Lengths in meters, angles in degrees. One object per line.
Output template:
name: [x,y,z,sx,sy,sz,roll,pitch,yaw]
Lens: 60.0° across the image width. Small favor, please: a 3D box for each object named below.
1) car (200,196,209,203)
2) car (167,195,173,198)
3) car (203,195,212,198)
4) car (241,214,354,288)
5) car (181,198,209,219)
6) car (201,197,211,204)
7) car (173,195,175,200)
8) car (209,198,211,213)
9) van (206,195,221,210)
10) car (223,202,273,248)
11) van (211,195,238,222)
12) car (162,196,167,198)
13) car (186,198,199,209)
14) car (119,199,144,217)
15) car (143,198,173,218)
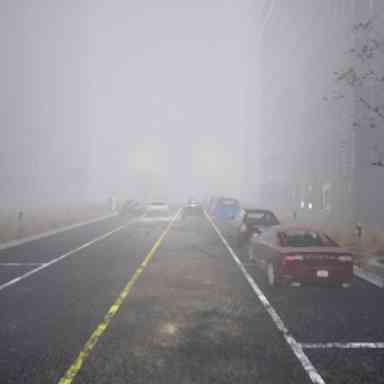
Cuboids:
car: [2.676,1.548,71.317,1.752,1.417,4.829,1,0,0]
car: [-5.705,1.573,71.126,2.008,1.369,4.403,1,0,0]
car: [2.688,1.332,37.299,2.192,1.841,5.009,1,0,0]
car: [2.694,1.550,9.092,1.887,1.381,4.507,1,0,0]
car: [0.090,1.504,28.847,2.128,1.511,4.902,0,0,0]
car: [2.677,1.604,65.506,1.802,1.307,4.206,1,0,0]
car: [-5.712,1.565,93.697,1.887,1.381,4.507,1,0,0]
car: [2.687,1.566,31.658,2.008,1.369,4.403,1,0,0]
van: [2.686,1.359,42.941,1.690,1.788,3.998,1,0,0]
car: [2.694,1.448,14.734,1.967,1.590,4.097,1,0,0]
van: [2.691,1.354,26.016,1.690,1.788,3.998,1,0,0]
car: [-5.700,1.570,54.198,2.008,1.369,4.403,1,0,0]
car: [0.065,1.544,46.054,1.812,1.442,4.674,0,0,0]
car: [-5.692,1.455,31.627,1.967,1.590,4.097,1,0,0]
car: [-3.104,1.540,30.930,1.812,1.442,4.674,0,0,0]
